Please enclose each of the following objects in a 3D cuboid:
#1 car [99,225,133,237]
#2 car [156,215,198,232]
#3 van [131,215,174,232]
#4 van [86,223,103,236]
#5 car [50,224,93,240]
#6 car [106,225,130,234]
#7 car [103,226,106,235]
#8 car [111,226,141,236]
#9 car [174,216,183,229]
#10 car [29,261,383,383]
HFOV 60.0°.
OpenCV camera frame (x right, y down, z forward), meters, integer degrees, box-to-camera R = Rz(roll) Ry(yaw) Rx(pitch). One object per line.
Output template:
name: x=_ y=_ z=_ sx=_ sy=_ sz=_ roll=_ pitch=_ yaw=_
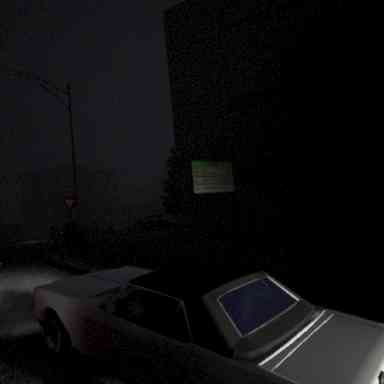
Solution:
car: x=-12.815 y=6.636 z=56.232 sx=5.366 sy=1.575 sz=1.946 roll=-7 pitch=-8 yaw=21
car: x=-2.182 y=4.720 z=49.428 sx=5.566 sy=2.045 sz=2.435 roll=-7 pitch=-8 yaw=21
van: x=-5.058 y=3.990 z=41.615 sx=4.442 sy=1.987 sz=1.878 roll=-7 pitch=-7 yaw=21
van: x=-15.830 y=5.617 z=48.364 sx=4.442 sy=1.987 sz=1.878 roll=-7 pitch=-7 yaw=21
car: x=-14.368 y=4.838 z=39.181 sx=1.895 sy=1.301 sz=4.718 roll=-7 pitch=-6 yaw=22
car: x=-10.144 y=5.696 z=50.007 sx=2.033 sy=1.411 sz=5.357 roll=-7 pitch=-8 yaw=21
car: x=-13.677 y=6.208 z=53.465 sx=4.553 sy=1.767 sz=2.185 roll=-7 pitch=-8 yaw=21
car: x=-11.605 y=6.913 z=58.742 sx=4.792 sy=1.488 sz=2.163 roll=-7 pitch=-8 yaw=20
car: x=-4.117 y=4.479 z=44.205 sx=4.792 sy=1.488 sz=2.163 roll=-7 pitch=-8 yaw=21
car: x=-0.182 y=1.597 z=4.243 sx=4.718 sy=1.301 sz=1.895 roll=0 pitch=1 yaw=40
